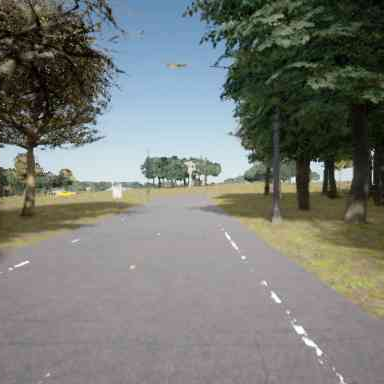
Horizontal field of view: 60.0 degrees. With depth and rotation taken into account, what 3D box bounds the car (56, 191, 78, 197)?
[{"bbox_3d":[-30.044,0.443,80.045,5.008,1.535,1.882,-1,-1,0],"label":"car"}]
